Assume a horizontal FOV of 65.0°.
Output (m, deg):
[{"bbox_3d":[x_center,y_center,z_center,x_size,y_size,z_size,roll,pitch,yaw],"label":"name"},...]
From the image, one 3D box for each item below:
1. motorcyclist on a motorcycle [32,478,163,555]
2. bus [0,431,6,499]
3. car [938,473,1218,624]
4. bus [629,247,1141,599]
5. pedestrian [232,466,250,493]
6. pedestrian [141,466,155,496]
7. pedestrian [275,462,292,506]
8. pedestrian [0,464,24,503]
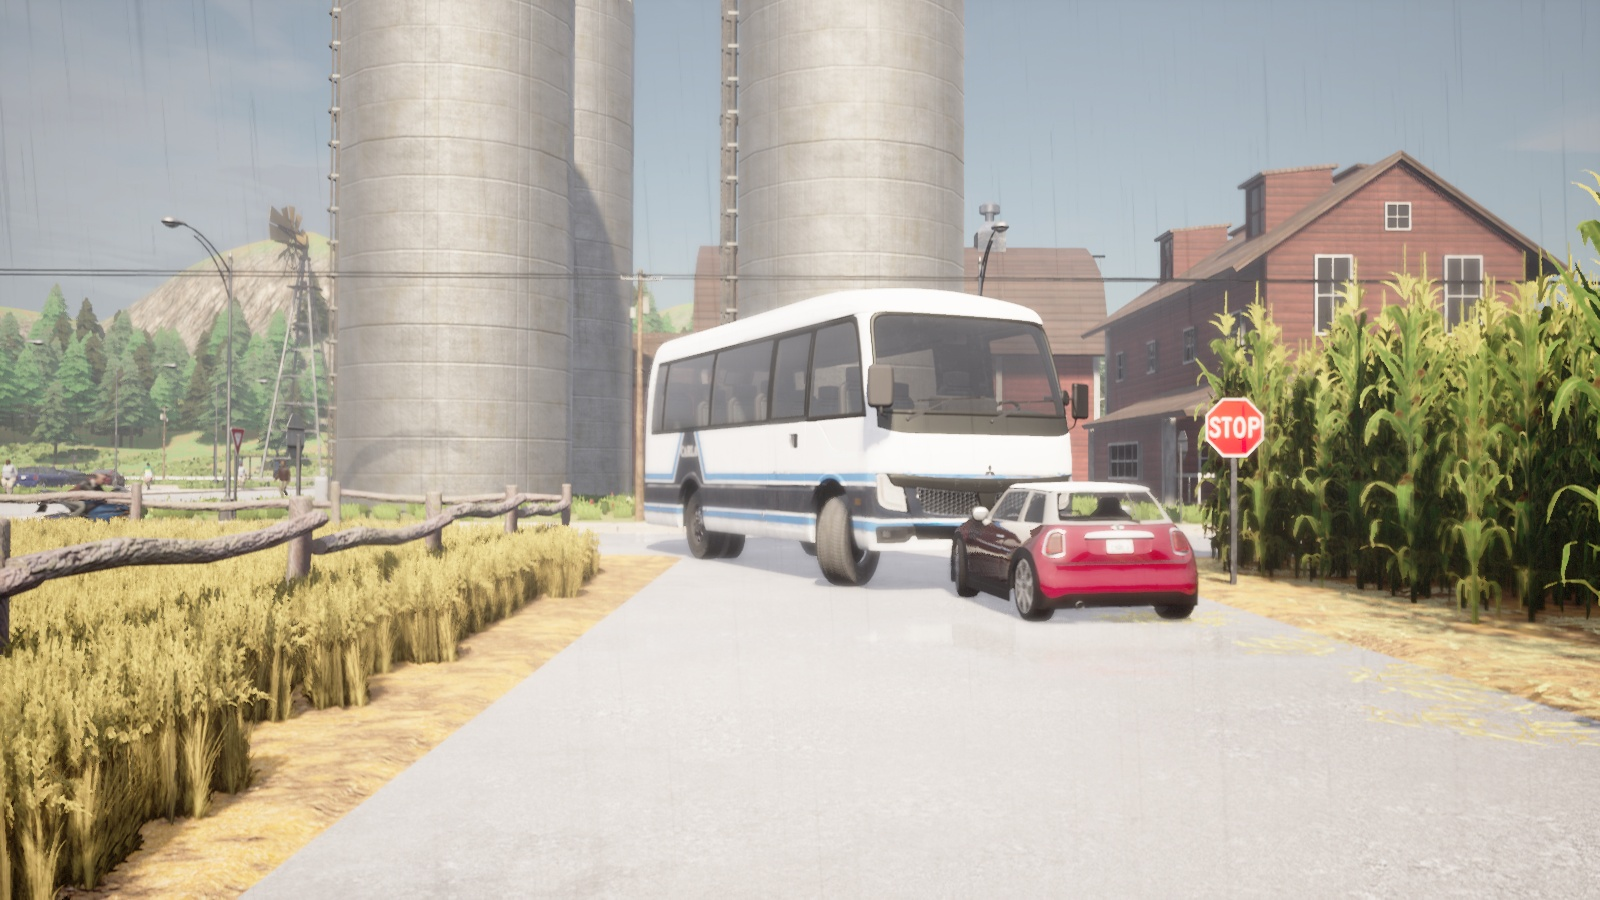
[{"bbox_3d":[-14.375,1.347,25.744,2.191,1.530,0.866,0,-1,0],"label":"motorcyclist on a motorcycle"},{"bbox_3d":[-52.438,0.870,74.486,3.944,4.253,10.273,0,-1,2],"label":"bus"},{"bbox_3d":[3.083,1.038,14.812,1.970,1.475,3.806,-1,0,-8],"label":"car"},{"bbox_3d":[0.612,-0.211,20.643,3.944,4.253,10.273,1,-1,-25],"label":"bus"},{"bbox_3d":[-38.528,2.040,86.578,0.874,1.855,0.900,0,-1,-1],"label":"pedestrian"},{"bbox_3d":[-42.645,1.995,82.173,0.659,1.952,0.873,0,-1,-15],"label":"pedestrian"},{"bbox_3d":[-22.143,1.450,53.851,0.431,1.840,0.703,0,-1,3],"label":"pedestrian"},{"bbox_3d":[-38.192,1.623,60.629,0.874,1.855,0.900,0,-1,-2],"label":"pedestrian"}]
